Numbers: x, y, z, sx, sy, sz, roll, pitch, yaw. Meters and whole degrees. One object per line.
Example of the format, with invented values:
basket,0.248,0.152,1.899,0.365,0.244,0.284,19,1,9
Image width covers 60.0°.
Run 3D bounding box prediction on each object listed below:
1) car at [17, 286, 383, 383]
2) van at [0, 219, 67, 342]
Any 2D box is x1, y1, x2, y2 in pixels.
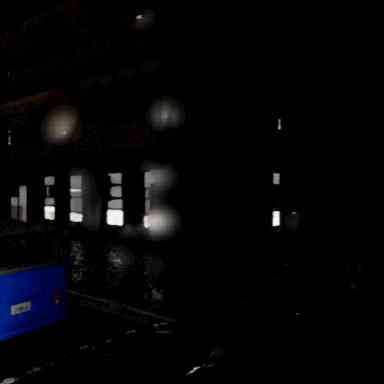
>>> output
car,0.782,1.582,2.316,4.206,1.307,1.802,0,0,35
van,-3.819,1.336,5.593,3.998,1.788,1.690,0,0,35
